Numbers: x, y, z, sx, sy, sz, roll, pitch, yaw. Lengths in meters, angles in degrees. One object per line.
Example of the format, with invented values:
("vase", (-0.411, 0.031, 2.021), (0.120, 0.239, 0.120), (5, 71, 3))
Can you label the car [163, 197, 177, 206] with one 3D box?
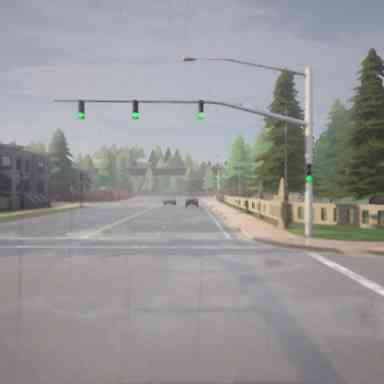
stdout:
("car", (-3.404, 1.417, 51.637), (1.895, 1.301, 4.718), (0, 0, 0))

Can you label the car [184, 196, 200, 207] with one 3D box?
("car", (0.003, 1.339, 46.901), (1.837, 1.490, 4.892), (0, 1, 0))
